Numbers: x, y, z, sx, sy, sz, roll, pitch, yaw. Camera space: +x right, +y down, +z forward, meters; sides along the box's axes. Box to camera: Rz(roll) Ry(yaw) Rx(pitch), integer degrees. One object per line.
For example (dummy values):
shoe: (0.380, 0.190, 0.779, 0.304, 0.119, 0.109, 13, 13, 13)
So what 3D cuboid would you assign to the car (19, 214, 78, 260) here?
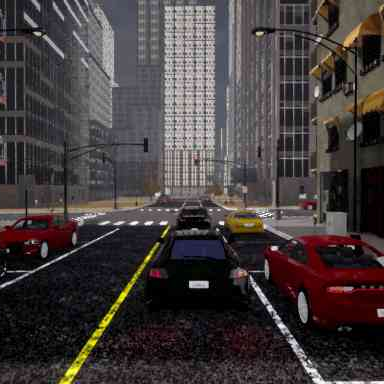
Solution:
car: (-5.685, 1.543, 12.397, 1.887, 1.381, 4.507, -1, 0, 0)

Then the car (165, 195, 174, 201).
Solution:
car: (-5.608, 1.524, 83.501, 1.752, 1.417, 4.829, -1, 0, 0)

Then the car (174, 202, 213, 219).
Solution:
car: (0.096, 1.503, 17.719, 1.837, 1.490, 4.892, 0, 0, -1)

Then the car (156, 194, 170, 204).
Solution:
car: (-5.631, 1.542, 61.433, 1.887, 1.381, 4.507, -1, 0, 0)

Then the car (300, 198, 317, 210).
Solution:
car: (14.292, 1.256, 37.009, 4.507, 1.381, 1.887, -1, 1, 0)

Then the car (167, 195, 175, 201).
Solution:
car: (-5.600, 1.544, 89.230, 1.887, 1.381, 4.507, -1, 0, 0)

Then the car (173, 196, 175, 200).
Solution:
car: (-5.621, 1.313, 72.553, 2.192, 1.841, 5.009, -1, 0, 0)

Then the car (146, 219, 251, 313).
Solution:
car: (0.112, 1.563, 7.734, 1.994, 1.385, 4.181, 0, 0, 0)

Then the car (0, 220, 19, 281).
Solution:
car: (-5.692, 1.439, 6.873, 1.967, 1.590, 4.097, -1, 0, 0)

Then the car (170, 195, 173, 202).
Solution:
car: (-5.627, 1.313, 66.993, 2.192, 1.841, 5.009, -1, 0, 0)

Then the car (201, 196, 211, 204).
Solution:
car: (2.755, 1.523, 67.152, 1.752, 1.417, 4.829, -1, 0, 0)

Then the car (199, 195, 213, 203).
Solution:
car: (2.748, 1.437, 61.423, 1.967, 1.590, 4.097, -1, 0, 0)

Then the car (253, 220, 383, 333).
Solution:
car: (2.690, 1.544, 6.850, 1.887, 1.381, 4.507, -1, 0, 0)

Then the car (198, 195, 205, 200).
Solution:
car: (2.787, 1.582, 94.781, 1.802, 1.307, 4.206, -1, 0, 0)

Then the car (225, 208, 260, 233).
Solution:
car: (2.701, 1.523, 18.067, 1.752, 1.417, 4.829, -1, 0, 0)
